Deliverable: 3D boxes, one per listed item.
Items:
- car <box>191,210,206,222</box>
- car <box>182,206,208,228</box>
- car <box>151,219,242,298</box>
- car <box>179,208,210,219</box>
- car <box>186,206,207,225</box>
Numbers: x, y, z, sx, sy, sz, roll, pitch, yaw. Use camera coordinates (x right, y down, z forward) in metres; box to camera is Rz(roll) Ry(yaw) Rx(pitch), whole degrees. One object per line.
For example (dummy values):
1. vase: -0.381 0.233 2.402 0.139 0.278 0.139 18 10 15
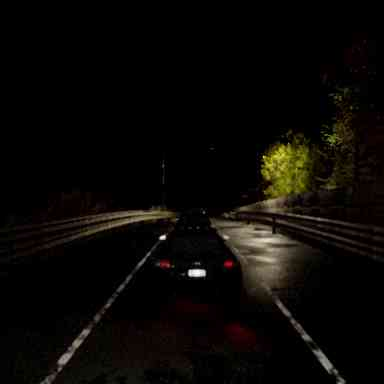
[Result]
1. car: 0.930 3.251 44.824 1.882 1.535 5.008 0 -4 3
2. car: 0.286 2.113 28.962 2.097 1.767 4.553 0 -3 1
3. car: 0.078 1.630 8.688 1.994 1.385 4.181 0 -1 -1
4. car: 0.109 1.724 15.671 1.837 1.490 4.892 0 -1 0
5. car: 0.507 2.444 34.652 2.097 1.767 4.553 0 -4 2
